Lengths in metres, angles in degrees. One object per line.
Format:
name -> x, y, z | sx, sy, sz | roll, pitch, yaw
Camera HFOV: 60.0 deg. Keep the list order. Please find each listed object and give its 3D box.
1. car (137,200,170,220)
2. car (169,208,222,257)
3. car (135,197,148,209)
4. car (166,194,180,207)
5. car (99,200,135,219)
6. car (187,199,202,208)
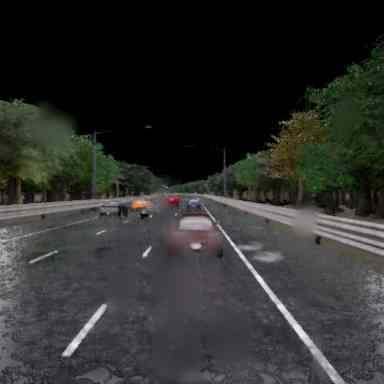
car -> -3.306, 1.682, 29.302 | 1.895, 1.301, 4.718 | 0, 0, 0
car -> 0.136, 1.571, 13.018 | 1.812, 1.442, 4.674 | 0, 0, 0
car -> -6.737, 1.463, 44.938 | 2.097, 1.767, 4.553 | 0, 0, 0
car -> -3.208, 1.360, 55.765 | 2.150, 2.045, 5.566 | 0, 0, 0
car -> -6.803, 1.563, 29.530 | 2.128, 1.511, 4.902 | 0, -1, 0
car -> 0.256, 1.653, 46.211 | 1.812, 1.442, 4.674 | 0, 0, 0
